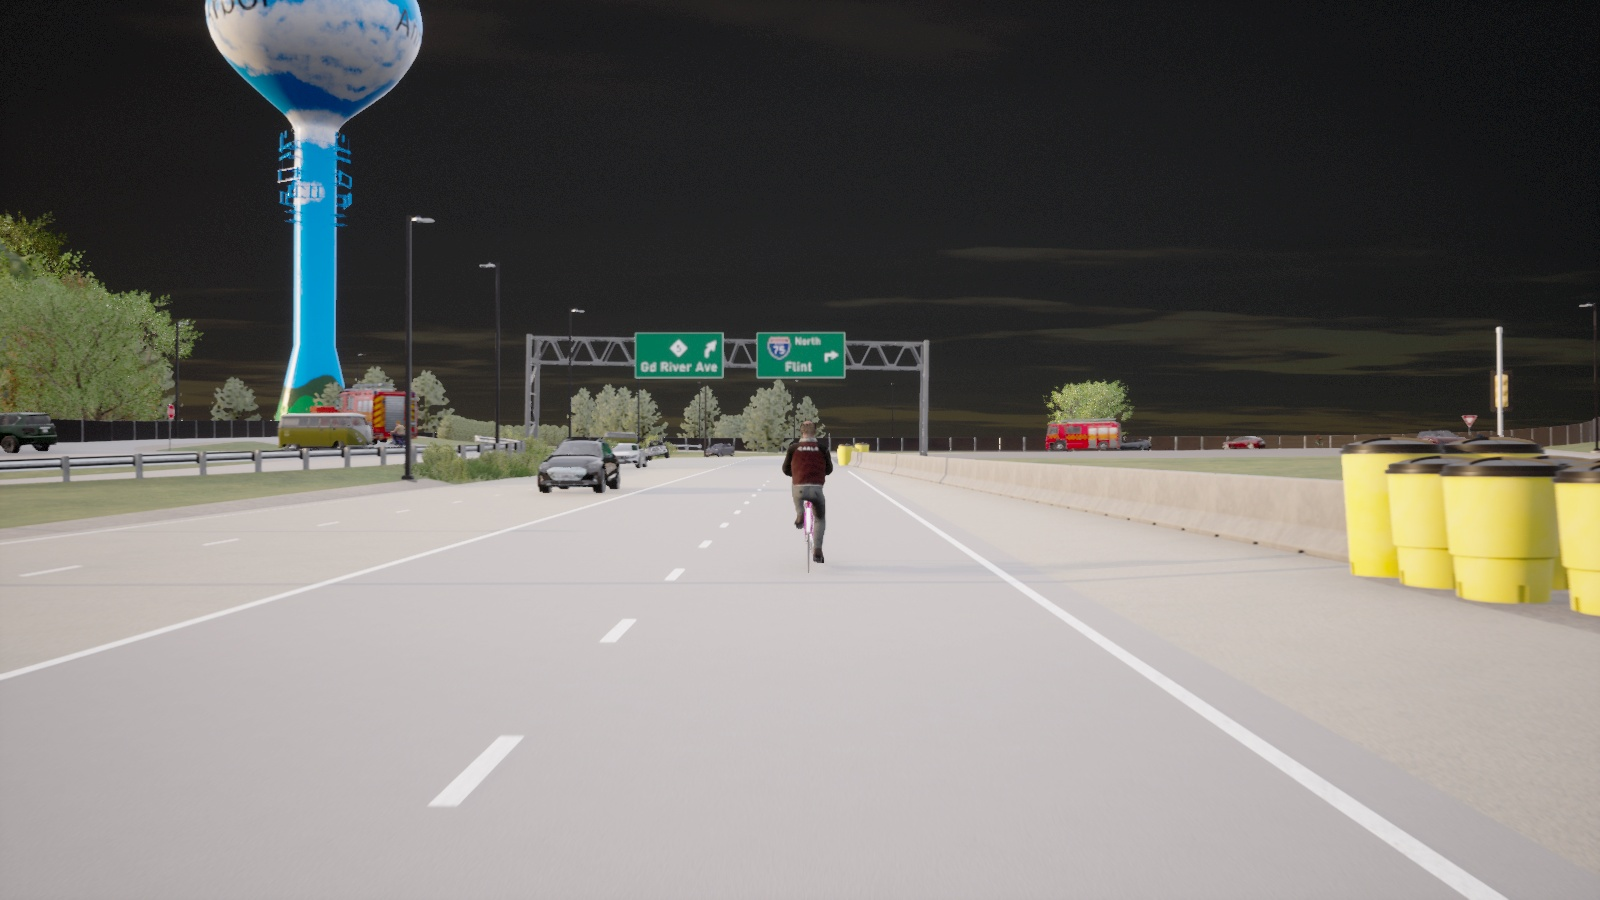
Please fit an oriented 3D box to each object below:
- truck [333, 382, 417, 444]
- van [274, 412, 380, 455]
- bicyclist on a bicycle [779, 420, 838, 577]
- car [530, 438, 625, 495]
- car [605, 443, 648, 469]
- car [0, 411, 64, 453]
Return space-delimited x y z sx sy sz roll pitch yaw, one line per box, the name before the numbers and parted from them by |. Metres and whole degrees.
truck | -27.668 -2.378 81.531 2.891 3.827 8.468 0 1 -35
van | -22.286 -0.791 59.214 4.442 1.987 1.775 0 1 15
bicyclist on a bicycle | 0.100 0.537 15.106 0.659 1.776 1.843 0 1 0
car | -6.767 0.453 38.733 2.033 1.649 4.856 0 0 0
car | -10.075 0.312 73.224 1.812 1.442 4.674 0 0 0
car | -40.877 -0.965 64.222 5.566 2.045 2.150 1 3 13
